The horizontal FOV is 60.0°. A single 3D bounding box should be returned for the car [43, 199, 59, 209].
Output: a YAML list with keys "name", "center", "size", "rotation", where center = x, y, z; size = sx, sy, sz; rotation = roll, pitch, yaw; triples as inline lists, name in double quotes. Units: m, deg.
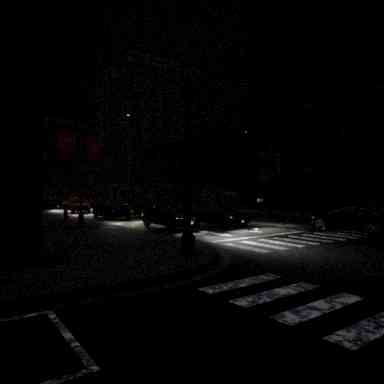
- name: "car"
  center: [-18.382, 1.535, 44.322]
  size: [1.895, 1.301, 4.718]
  rotation: [0, 0, -35]

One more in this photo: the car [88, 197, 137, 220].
- name: "car"
  center: [-6.851, 1.441, 28.227]
  size: [1.882, 1.535, 5.008]
  rotation: [0, 0, -36]

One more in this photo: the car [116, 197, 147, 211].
- name: "car"
  center: [-7.407, 1.443, 40.460]
  size: [1.837, 1.490, 4.892]
  rotation: [0, 0, -36]

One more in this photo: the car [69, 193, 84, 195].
- name: "car"
  center: [-20.573, 1.127, 58.734]
  size: [2.150, 2.045, 5.566]
  rotation: [0, 0, -36]

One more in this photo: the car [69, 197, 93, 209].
- name: "car"
  center: [-15.260, 1.457, 45.541]
  size: [1.812, 1.442, 4.674]
  rotation: [0, 0, -35]

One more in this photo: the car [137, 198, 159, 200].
- name: "car"
  center: [-3.578, 1.313, 29.243]
  size: [2.097, 1.767, 4.553]
  rotation: [0, 0, -36]

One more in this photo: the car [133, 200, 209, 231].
- name: "car"
  center: [-1.434, 1.469, 20.704]
  size: [2.128, 1.511, 4.902]
  rotation: [0, 0, -36]

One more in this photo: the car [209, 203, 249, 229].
- name: "car"
  center: [1.663, 1.500, 21.995]
  size: [1.812, 1.442, 4.674]
  rotation: [0, 0, -37]

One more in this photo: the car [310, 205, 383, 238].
- name: "car"
  center: [8.801, 1.478, 17.964]
  size: [2.128, 1.511, 4.902]
  rotation: [0, 0, -36]

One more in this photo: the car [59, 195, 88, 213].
- name: "car"
  center: [-12.623, 1.426, 36.249]
  size: [1.882, 1.535, 5.008]
  rotation: [0, 0, -35]
